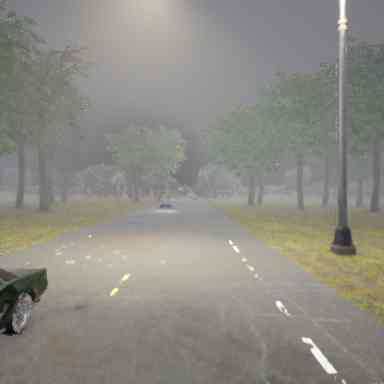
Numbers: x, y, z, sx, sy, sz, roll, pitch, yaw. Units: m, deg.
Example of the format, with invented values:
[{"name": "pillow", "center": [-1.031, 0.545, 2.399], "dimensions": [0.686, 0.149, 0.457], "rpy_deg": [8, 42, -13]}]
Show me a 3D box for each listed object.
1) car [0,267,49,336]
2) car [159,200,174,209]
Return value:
[{"name": "car", "center": [-3.605, 1.608, 3.962], "dimensions": [1.895, 1.301, 4.718], "rpy_deg": [0, 0, 0]}, {"name": "car", "center": [-3.576, 1.743, 46.576], "dimensions": [1.895, 1.301, 4.718], "rpy_deg": [0, 0, 0]}]
